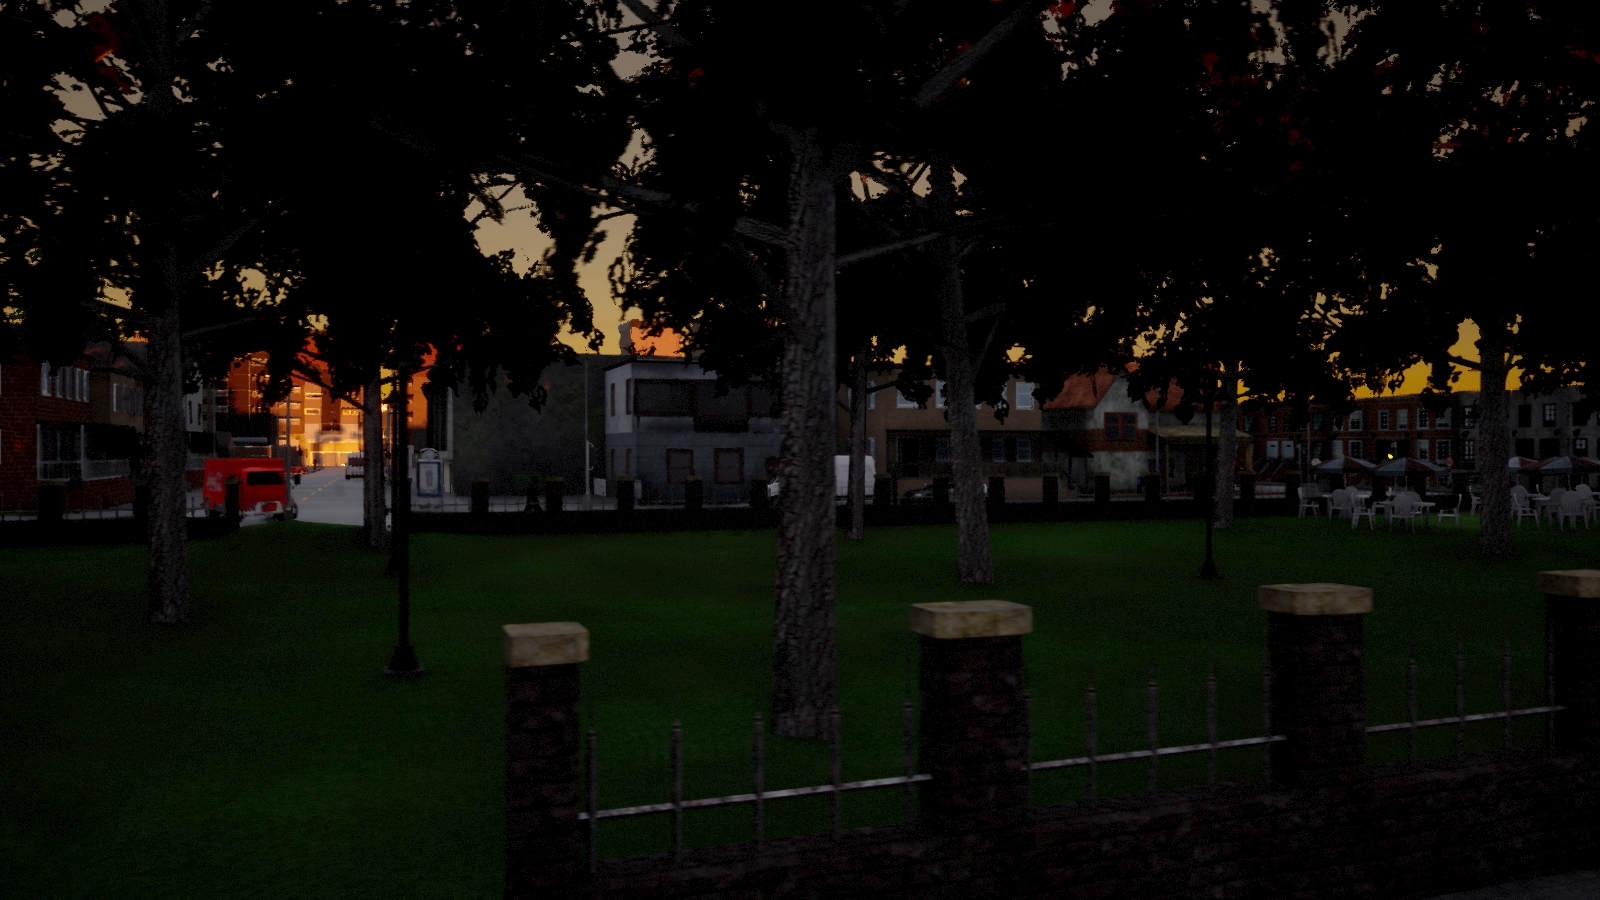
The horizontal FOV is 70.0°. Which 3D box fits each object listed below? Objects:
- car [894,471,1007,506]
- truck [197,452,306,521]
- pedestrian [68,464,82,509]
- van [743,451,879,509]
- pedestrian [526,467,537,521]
[{"bbox_3d":[7.211,1.818,54.786,4.974,1.542,2.038,0,0,-21],"label":"car"},{"bbox_3d":[-21.498,1.341,44.668,2.627,2.467,5.204,-1,1,-40],"label":"truck"},{"bbox_3d":[-29.971,1.515,47.234,0.375,1.860,0.375,0,0,-11],"label":"pedestrian"},{"bbox_3d":[0.520,1.315,52.232,5.915,2.561,1.988,0,0,-20],"label":"van"},{"bbox_3d":[-9.375,1.525,39.913,0.375,1.860,0.375,0,0,-16],"label":"pedestrian"}]
